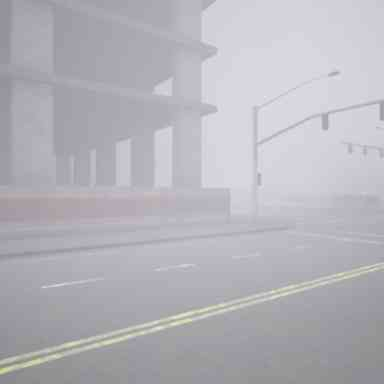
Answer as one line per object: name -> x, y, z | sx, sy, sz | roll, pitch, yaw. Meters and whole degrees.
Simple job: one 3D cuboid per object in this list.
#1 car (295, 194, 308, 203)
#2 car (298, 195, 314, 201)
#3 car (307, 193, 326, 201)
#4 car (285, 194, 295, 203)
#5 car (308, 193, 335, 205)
car -> 21.915, 1.360, 63.032 | 3.905, 1.438, 1.784 | 0, 0, -35
car -> 27.783, 1.359, 80.828 | 3.905, 1.438, 1.784 | 0, 0, -35
car -> 29.405, 1.149, 78.428 | 4.605, 1.855, 1.932 | 0, 0, -35
car -> 20.322, 1.150, 65.192 | 4.605, 1.855, 1.932 | 0, 0, -35
car -> 23.587, 1.392, 60.669 | 3.806, 1.475, 1.970 | 0, 0, -35
